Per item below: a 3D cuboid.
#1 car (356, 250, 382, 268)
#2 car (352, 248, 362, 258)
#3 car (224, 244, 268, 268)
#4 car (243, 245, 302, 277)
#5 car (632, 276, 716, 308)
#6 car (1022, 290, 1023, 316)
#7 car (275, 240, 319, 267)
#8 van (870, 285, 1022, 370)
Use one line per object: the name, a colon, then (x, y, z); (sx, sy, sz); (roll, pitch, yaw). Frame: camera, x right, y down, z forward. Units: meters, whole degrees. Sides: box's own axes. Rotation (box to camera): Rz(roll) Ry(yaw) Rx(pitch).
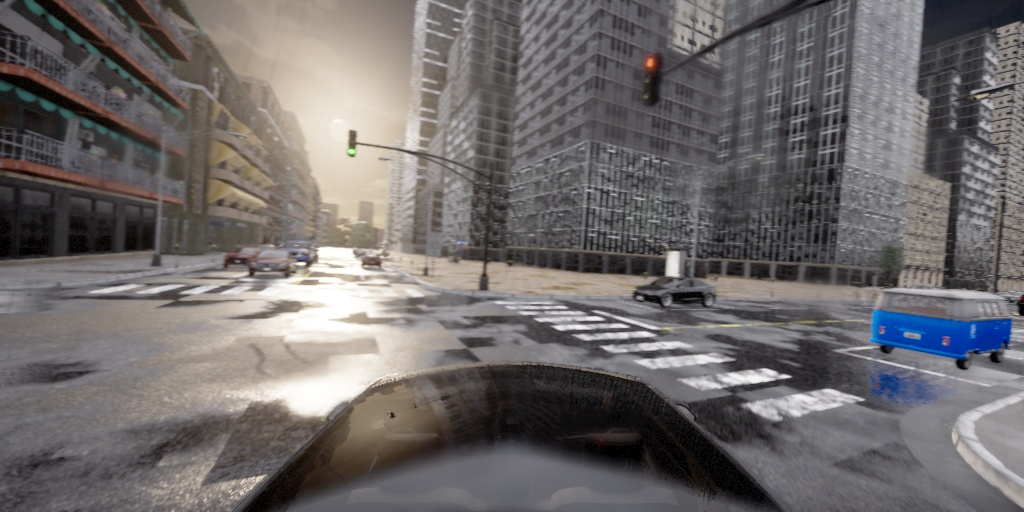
car: (-13.180, 0.361, 33.441); (1.888, 1.381, 4.507); (0, 0, -25)
car: (-22.657, -0.255, 53.944); (2.007, 1.370, 4.403); (0, 0, -25)
car: (-18.345, 0.041, 24.755); (1.888, 1.381, 4.507); (0, 0, -25)
car: (-13.424, 0.338, 20.373); (1.812, 1.442, 4.674); (4, 0, -25)
car: (7.666, 1.632, 16.956); (4.313, 1.339, 1.948); (0, 0, -25)
car: (36.302, 3.140, 23.940); (5.566, 2.045, 2.150); (4, 1, -24)
car: (-17.556, -0.239, 29.363); (2.150, 2.045, 5.566); (4, 0, -25)
van: (11.185, 1.766, 9.358); (3.998, 1.789, 1.690); (0, 0, -25)
